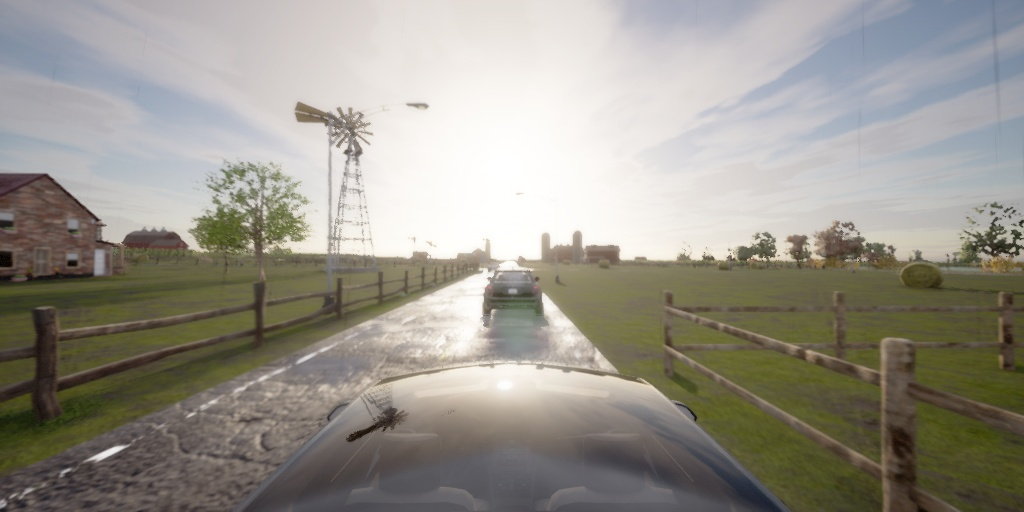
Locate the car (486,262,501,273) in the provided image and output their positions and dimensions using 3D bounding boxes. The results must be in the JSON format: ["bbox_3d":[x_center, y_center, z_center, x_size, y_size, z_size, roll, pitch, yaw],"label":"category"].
[{"bbox_3d":[-2.811,1.758,56.057,2.128,1.511,4.902,0,-1,0],"label":"car"}]

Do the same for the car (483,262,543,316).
[{"bbox_3d":[0.043,1.221,14.180,2.097,1.767,4.553,0,-1,0],"label":"car"}]
